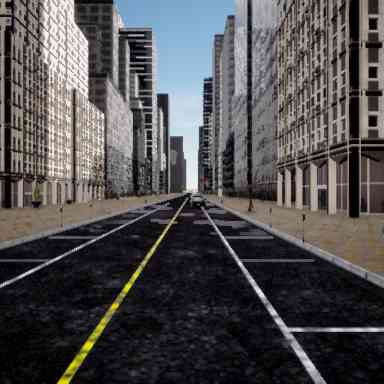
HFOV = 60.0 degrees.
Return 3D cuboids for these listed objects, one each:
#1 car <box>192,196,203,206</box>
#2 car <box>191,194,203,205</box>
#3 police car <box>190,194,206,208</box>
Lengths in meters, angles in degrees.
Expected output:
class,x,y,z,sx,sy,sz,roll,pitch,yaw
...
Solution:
class,x,y,z,sx,sy,sz,roll,pitch,yaw
car,0.900,1.514,56.709,1.882,1.535,5.008,0,0,0
car,0.896,1.347,62.738,2.150,2.045,5.566,0,0,0
police car,0.900,1.448,46.819,1.930,1.638,5.238,0,0,0
